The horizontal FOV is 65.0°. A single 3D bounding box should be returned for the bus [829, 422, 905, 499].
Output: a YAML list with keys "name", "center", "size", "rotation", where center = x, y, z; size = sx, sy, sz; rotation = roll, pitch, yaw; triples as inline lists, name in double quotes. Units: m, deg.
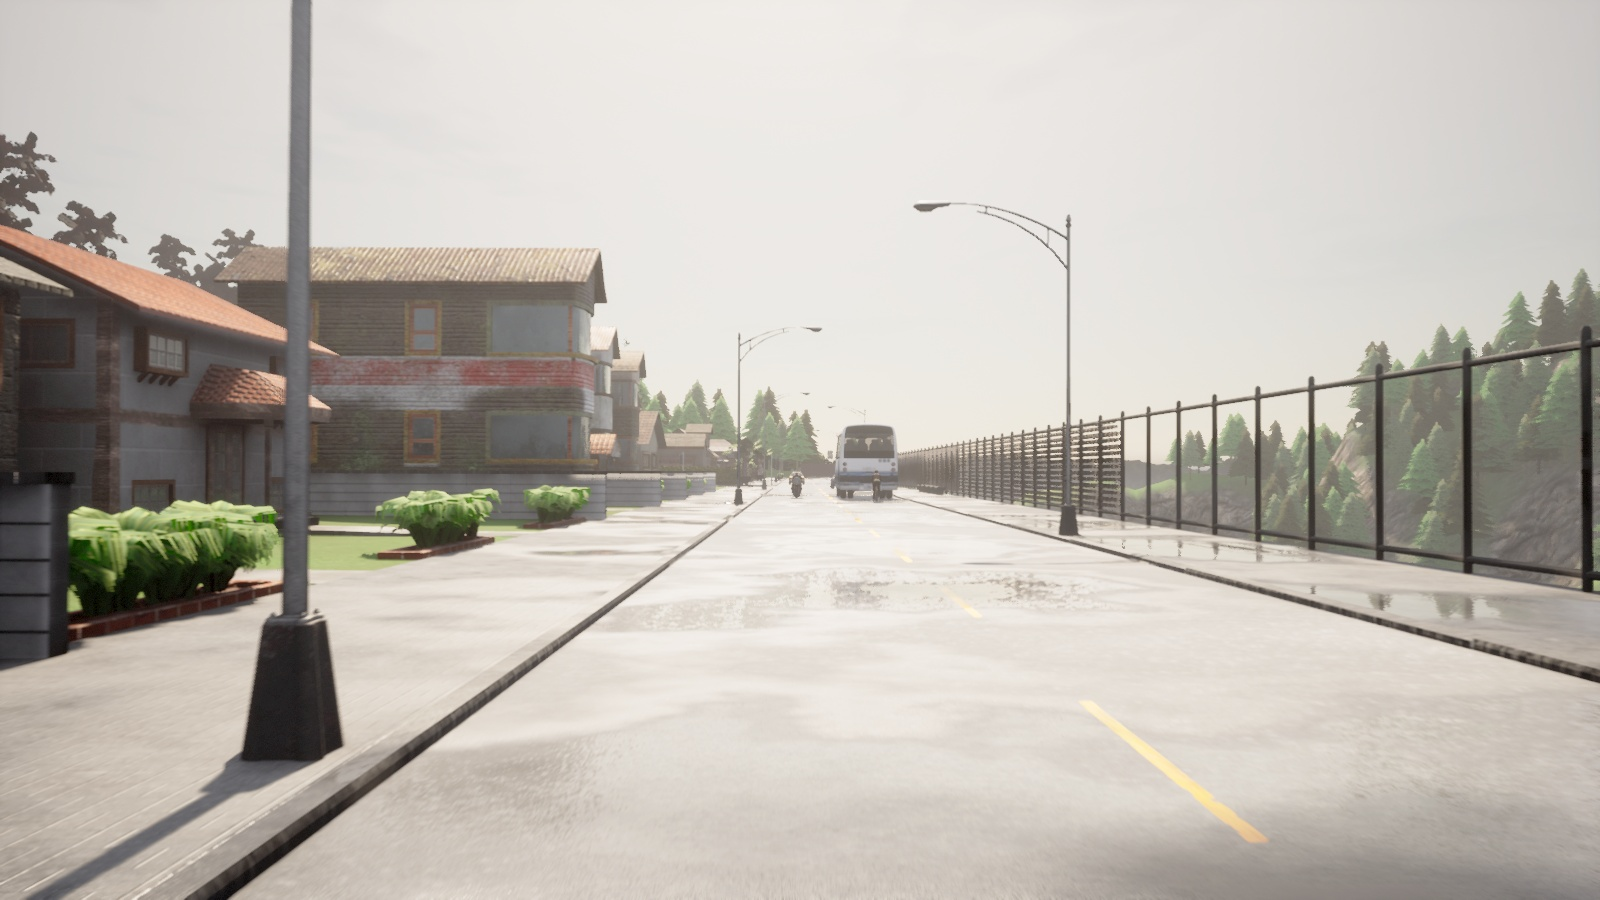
- name: "bus"
  center: [3.813, 0.679, 74.931]
  size: [3.944, 4.253, 10.273]
  rotation: [0, -1, 0]

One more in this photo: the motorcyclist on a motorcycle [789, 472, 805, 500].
- name: "motorcyclist on a motorcycle"
  center: [-0.174, 2.051, 71.659]
  size: [0.866, 1.530, 2.191]
  rotation: [0, -1, 0]
